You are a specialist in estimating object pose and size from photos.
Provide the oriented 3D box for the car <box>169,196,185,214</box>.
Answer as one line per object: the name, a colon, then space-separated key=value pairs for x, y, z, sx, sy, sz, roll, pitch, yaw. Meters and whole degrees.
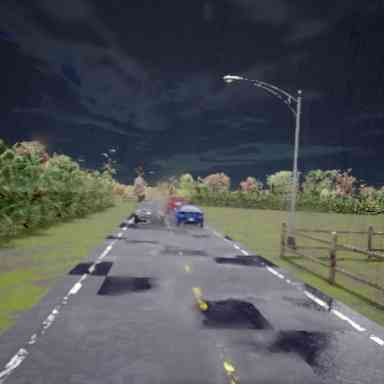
car: x=-1.806 y=1.460 z=37.968 sx=2.150 sy=2.045 sz=5.566 roll=4 pitch=0 yaw=-6

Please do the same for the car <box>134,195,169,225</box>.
car: x=-3.091 y=1.391 z=24.476 sx=2.097 sy=1.767 sz=4.553 roll=4 pitch=-1 yaw=-6

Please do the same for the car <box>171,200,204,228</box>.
car: x=-0.285 y=1.694 z=24.643 sx=1.882 sy=1.535 sz=5.008 roll=4 pitch=-1 yaw=-6
